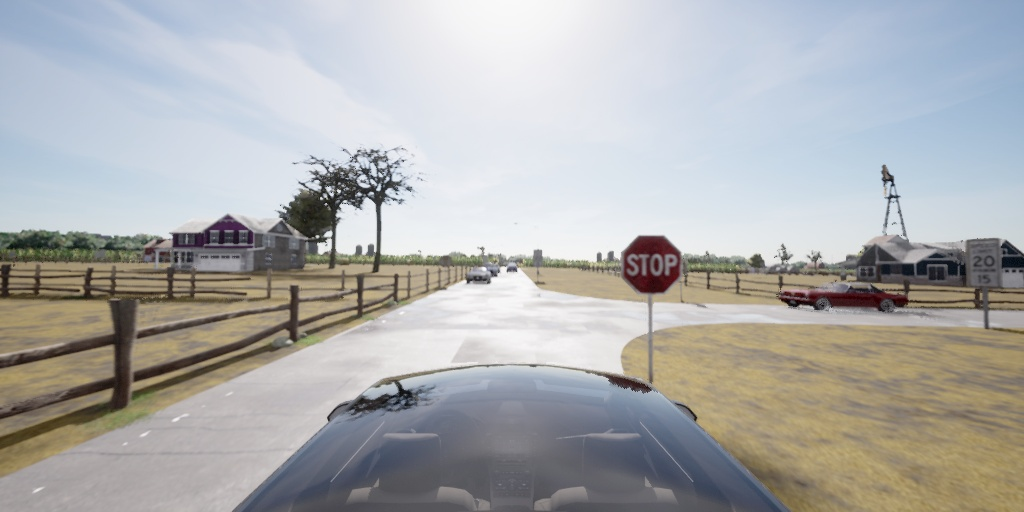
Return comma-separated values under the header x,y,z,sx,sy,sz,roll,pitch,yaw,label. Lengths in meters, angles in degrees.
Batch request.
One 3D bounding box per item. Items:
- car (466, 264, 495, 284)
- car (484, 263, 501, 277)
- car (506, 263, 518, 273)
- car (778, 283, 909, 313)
x,y,z,sx,sy,sz,roll,pitch,yaw,label
-2.843,1.682,31.528,1.994,1.385,4.181,0,-1,0,car
-2.836,1.645,43.884,2.097,1.767,4.553,0,-1,0,car
0.012,2.083,61.124,1.812,1.442,4.674,0,-1,0,car
15.473,1.913,16.958,4.718,1.301,1.895,1,-2,0,car
